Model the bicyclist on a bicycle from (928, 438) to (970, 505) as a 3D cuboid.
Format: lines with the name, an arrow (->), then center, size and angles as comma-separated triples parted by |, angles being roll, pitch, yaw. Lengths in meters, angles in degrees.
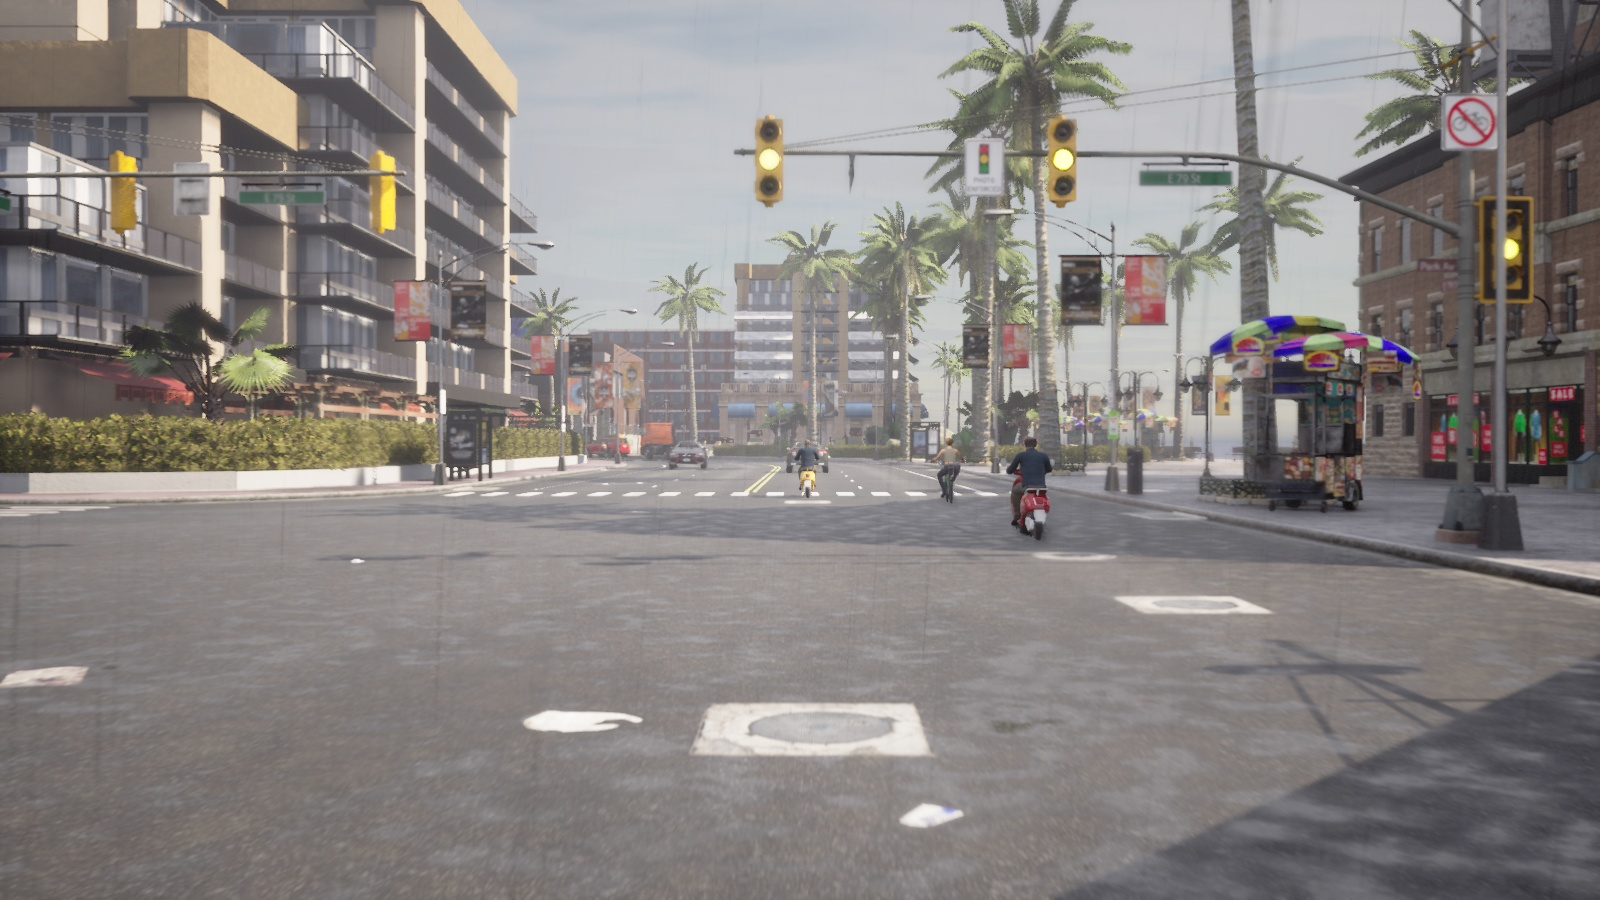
bicyclist on a bicycle -> 3.687, 0.510, 31.140 | 0.866, 1.612, 1.509 | 0, 0, 1

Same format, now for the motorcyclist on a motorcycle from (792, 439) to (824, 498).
motorcyclist on a motorcycle -> 0.213, 0.503, 34.964 | 0.866, 1.590, 1.817 | 0, 0, 0

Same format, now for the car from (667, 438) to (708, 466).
car -> -6.612, 0.100, 74.438 | 2.152, 1.651, 5.027 | 0, 0, -2

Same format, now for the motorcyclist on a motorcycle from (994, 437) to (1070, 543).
motorcyclist on a motorcycle -> 3.628, 0.591, 19.778 | 0.866, 1.590, 1.817 | 0, 0, 0

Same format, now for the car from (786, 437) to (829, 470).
car -> 0.380, 0.163, 64.398 | 2.152, 1.651, 5.027 | 0, 0, 0
